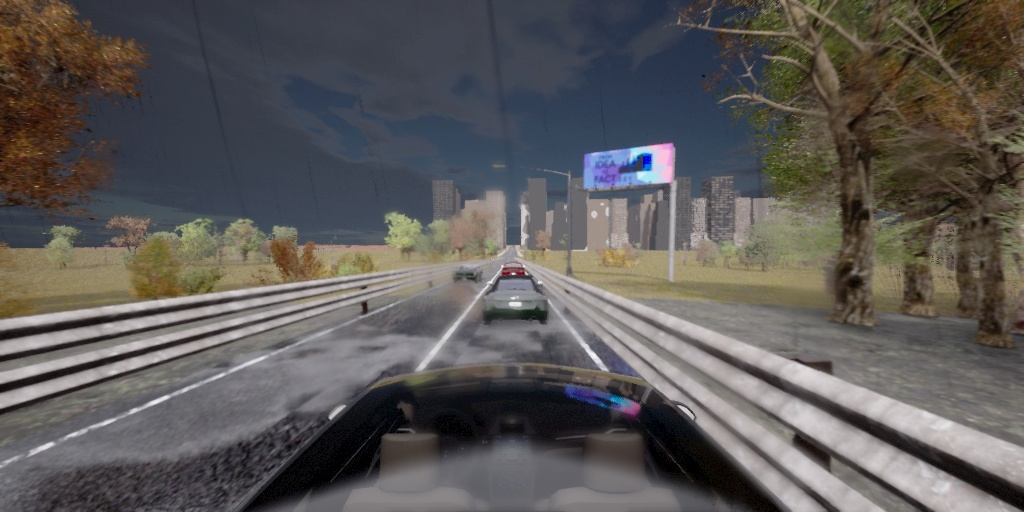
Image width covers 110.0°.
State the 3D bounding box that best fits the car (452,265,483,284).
[{"bbox_3d":[-3.310,1.342,27.420,1.895,1.301,4.718,0,0,0],"label":"car"}]

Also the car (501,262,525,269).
[{"bbox_3d":[0.111,1.218,30.208,1.882,1.535,5.008,0,0,0],"label":"car"}]

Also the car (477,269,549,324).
[{"bbox_3d":[0.105,1.310,11.979,1.994,1.385,4.181,0,0,0],"label":"car"}]
